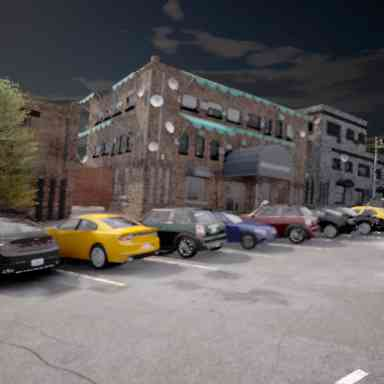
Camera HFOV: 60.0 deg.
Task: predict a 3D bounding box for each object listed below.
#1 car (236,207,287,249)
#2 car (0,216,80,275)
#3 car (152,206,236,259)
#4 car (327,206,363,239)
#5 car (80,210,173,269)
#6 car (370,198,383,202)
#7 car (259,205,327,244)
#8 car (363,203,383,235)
[{"bbox_3d":[1.411,1.552,14.612,4.674,1.452,2.002,-1,-1,35],"label":"car"},{"bbox_3d":[-5.752,1.477,9.479,4.892,1.521,2.231,-1,-1,34],"label":"car"},{"bbox_3d":[-0.958,1.371,12.883,4.553,1.767,2.185,-1,-1,35],"label":"car"},{"bbox_3d":[6.195,1.558,18.003,5.008,1.535,2.097,-1,-1,35],"label":"car"},{"bbox_3d":[-3.364,1.485,11.191,5.008,1.535,2.097,-1,-1,34],"label":"car"},{"bbox_3d":[13.344,1.425,23.114,5.566,2.045,2.435,-1,-1,35],"label":"car"},{"bbox_3d":[3.819,1.407,16.287,4.553,1.767,2.185,-1,-1,35],"label":"car"},{"bbox_3d":[8.578,1.593,19.710,5.008,1.535,2.097,-1,-1,35],"label":"car"}]
